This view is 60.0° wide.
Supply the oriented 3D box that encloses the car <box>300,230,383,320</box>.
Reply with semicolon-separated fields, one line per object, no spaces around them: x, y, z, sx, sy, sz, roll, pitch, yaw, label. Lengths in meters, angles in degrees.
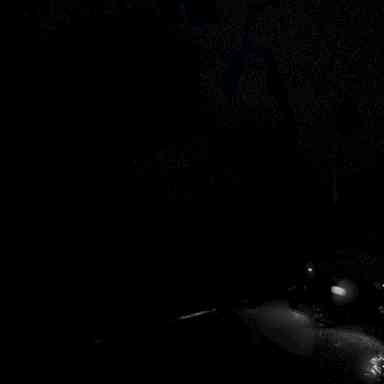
4.188;1.532;6.966;4.181;1.385;1.994;0;0;-35;car
